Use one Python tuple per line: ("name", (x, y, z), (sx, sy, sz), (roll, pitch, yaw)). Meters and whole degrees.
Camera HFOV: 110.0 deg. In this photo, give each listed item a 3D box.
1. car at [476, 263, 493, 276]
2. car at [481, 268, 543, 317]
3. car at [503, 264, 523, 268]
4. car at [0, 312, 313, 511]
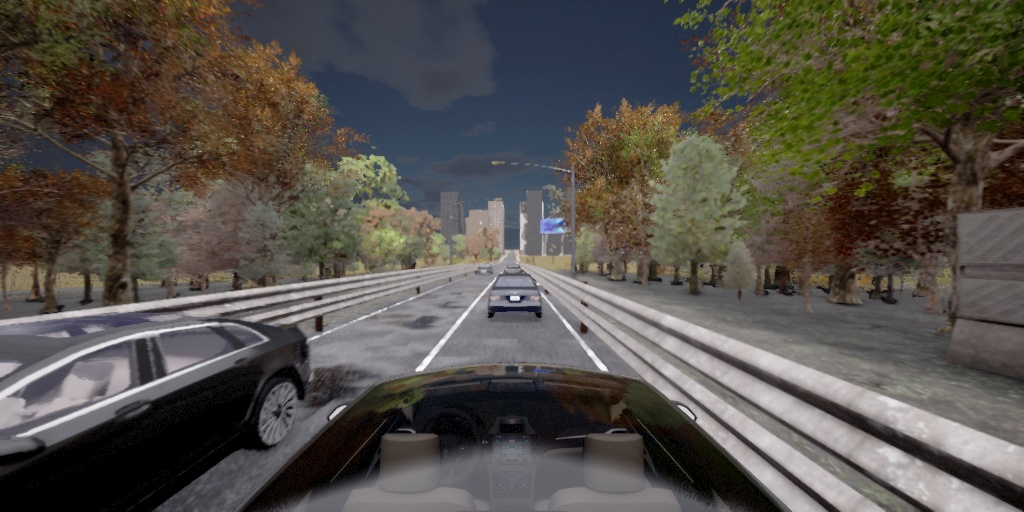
("car", (-3.333, 1.637, 44.415), (1.812, 1.442, 4.674), (0, -1, 0))
("car", (0.094, 1.334, 13.332), (2.033, 1.411, 5.357), (0, 0, 0))
("car", (0.100, 1.499, 36.033), (2.128, 1.511, 4.902), (0, -1, 0))
("car", (-3.349, 1.243, 2.386), (2.128, 1.511, 4.902), (0, 0, 0))
